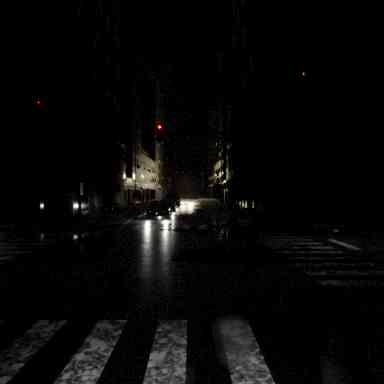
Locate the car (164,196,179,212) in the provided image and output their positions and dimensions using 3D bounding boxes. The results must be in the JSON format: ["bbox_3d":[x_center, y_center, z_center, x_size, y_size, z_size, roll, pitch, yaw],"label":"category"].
[{"bbox_3d":[-2.864,1.511,39.152,1.812,1.442,4.674,0,0,0],"label":"car"}]

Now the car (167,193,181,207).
[{"bbox_3d":[-2.874,1.197,49.552,2.150,2.045,5.566,0,0,0],"label":"car"}]

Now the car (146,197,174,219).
[{"bbox_3d":[-2.865,1.496,29.285,1.837,1.490,4.892,0,0,0],"label":"car"}]

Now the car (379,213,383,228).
[{"bbox_3d":[12.338,1.282,16.892,5.009,1.841,2.192,0,0,0],"label":"car"}]
